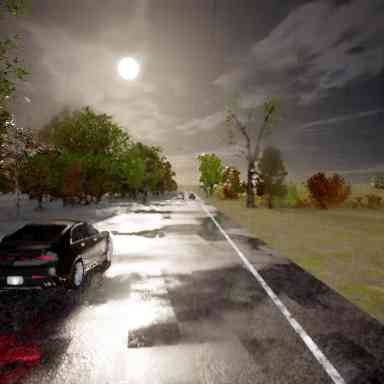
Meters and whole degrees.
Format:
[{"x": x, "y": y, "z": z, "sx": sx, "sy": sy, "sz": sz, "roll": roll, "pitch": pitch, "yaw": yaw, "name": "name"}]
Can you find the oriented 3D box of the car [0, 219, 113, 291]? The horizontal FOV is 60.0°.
[{"x": -3.502, "y": 1.503, "z": 9.004, "sx": 1.837, "sy": 1.490, "sz": 4.892, "roll": 0, "pitch": 0, "yaw": 0, "name": "car"}]
